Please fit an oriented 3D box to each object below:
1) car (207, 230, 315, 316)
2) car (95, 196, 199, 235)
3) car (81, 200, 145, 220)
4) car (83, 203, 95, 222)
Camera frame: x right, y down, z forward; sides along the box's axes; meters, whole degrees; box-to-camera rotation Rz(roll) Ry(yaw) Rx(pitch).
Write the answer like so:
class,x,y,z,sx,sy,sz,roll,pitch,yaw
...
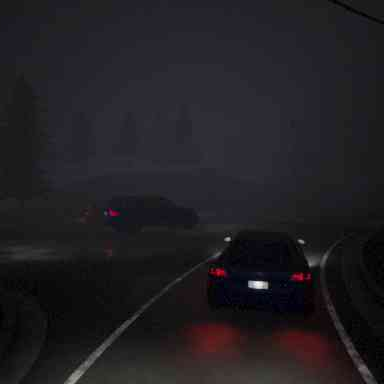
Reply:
class,x,y,z,sx,sy,sz,roll,pitch,yaw
car,1.626,1.562,7.647,1.994,1.385,4.181,0,0,14
car,-2.311,1.218,19.055,5.566,2.045,2.150,0,0,-31
car,-6.771,1.485,28.634,4.902,1.511,2.128,0,0,-31
car,-5.847,1.558,25.097,4.181,1.385,1.994,0,0,-31
